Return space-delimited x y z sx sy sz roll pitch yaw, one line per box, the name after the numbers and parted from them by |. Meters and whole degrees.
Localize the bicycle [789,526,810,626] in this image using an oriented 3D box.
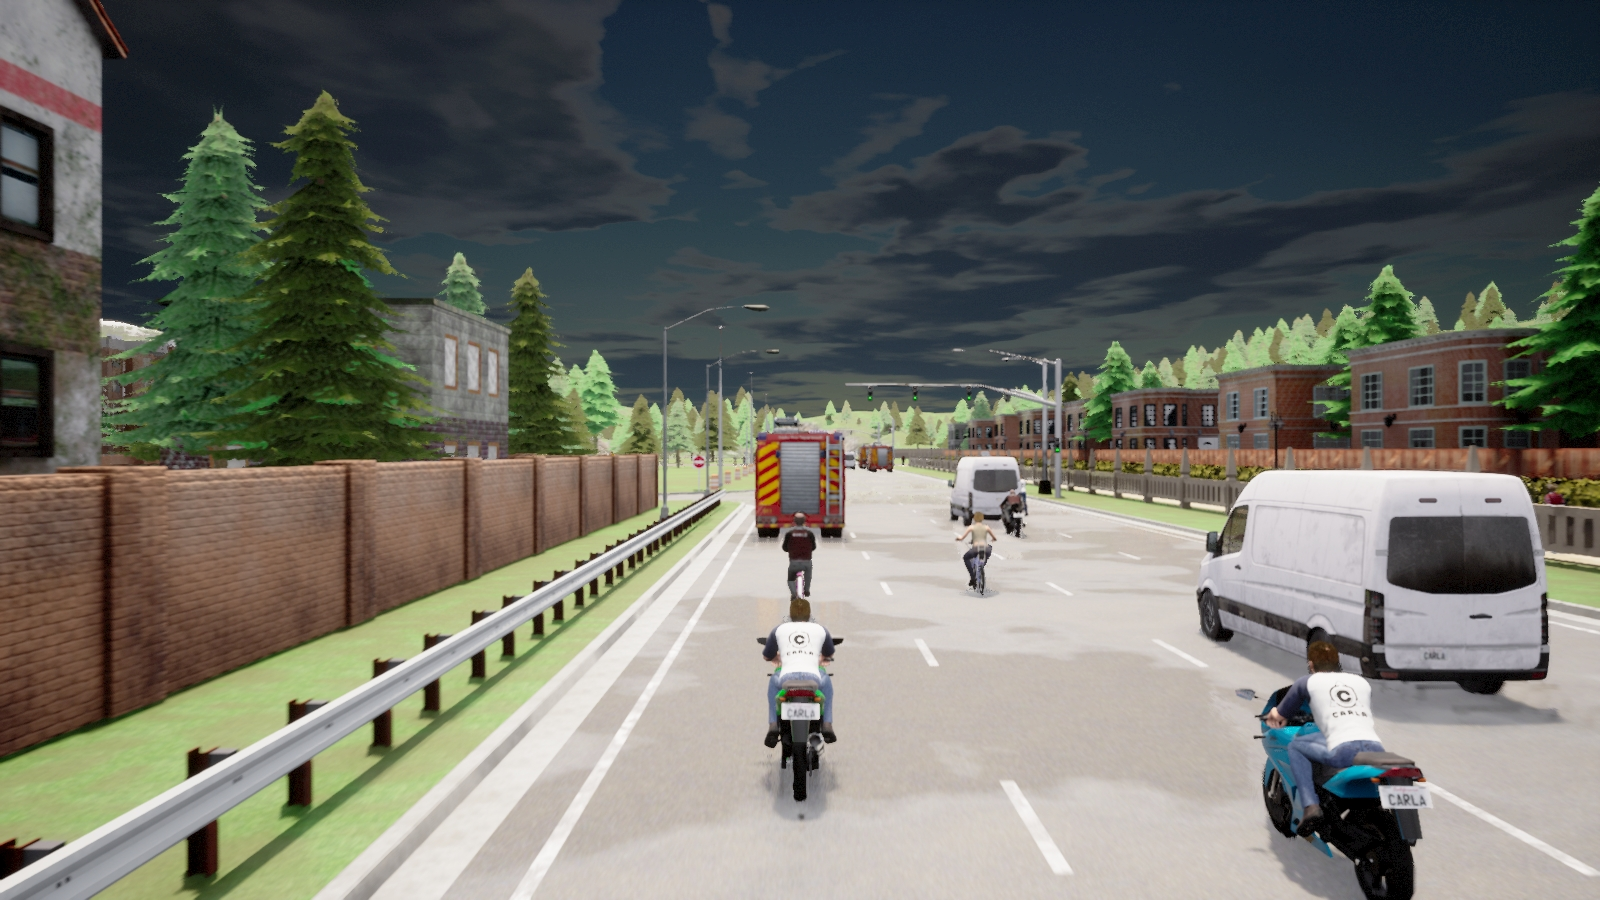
-0.008 2.065 19.149 0.329 1.471 1.835 0 0 0 | bicycle

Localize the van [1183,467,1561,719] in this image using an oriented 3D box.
6.992 1.539 14.939 1.988 2.561 5.915 0 0 0 | van

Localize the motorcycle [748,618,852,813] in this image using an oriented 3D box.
0.001 2.189 9.808 0.803 1.199 2.033 0 0 0 | motorcycle

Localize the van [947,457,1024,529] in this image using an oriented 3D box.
6.996 1.546 43.719 1.988 2.561 5.915 0 0 0 | van

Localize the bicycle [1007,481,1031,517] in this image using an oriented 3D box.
9.321 2.069 48.709 0.373 1.496 1.643 0 0 -13 | bicycle

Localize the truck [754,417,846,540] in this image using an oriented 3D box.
-0.005 0.900 39.909 2.891 3.827 8.468 0 0 0 | truck

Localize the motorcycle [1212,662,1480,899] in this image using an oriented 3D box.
3.506 2.188 7.586 0.803 1.199 2.033 0 0 0 | motorcycle

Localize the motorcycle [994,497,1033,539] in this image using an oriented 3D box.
7.000 2.215 37.615 0.867 1.251 2.209 0 0 0 | motorcycle

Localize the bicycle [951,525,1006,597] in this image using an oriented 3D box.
3.500 2.164 22.503 0.859 1.277 1.487 0 0 0 | bicycle

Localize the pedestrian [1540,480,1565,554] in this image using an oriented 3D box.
19.163 1.710 29.105 0.375 1.860 0.375 0 0 -2 | pedestrian
